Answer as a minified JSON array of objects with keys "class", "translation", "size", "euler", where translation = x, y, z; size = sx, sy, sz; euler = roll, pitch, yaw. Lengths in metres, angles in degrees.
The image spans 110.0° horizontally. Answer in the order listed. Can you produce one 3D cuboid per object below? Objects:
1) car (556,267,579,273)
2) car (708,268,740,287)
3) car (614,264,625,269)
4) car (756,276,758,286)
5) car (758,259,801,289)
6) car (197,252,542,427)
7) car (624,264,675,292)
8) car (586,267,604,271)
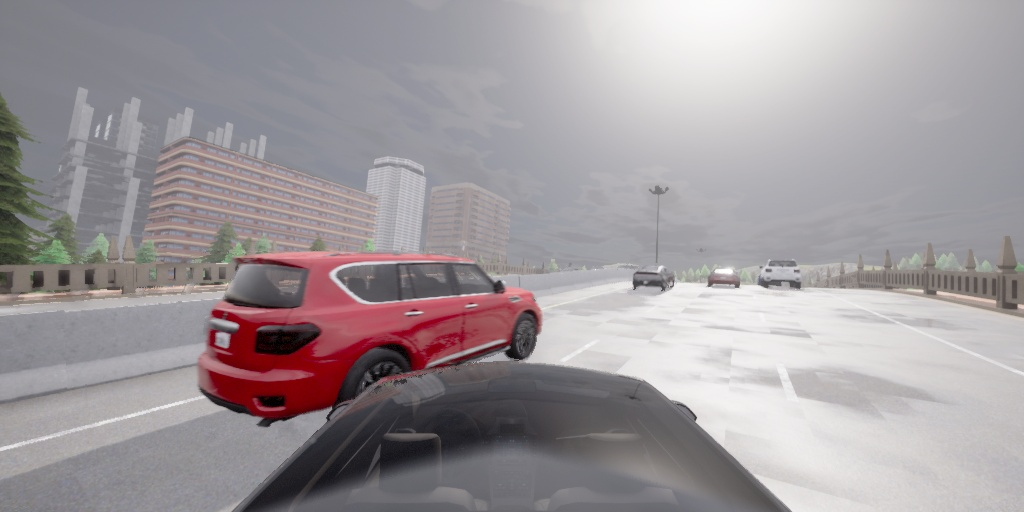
[{"class":"car","translation":[7.291,2.188,46.191],"size":[1.837,1.490,4.892],"euler":[0,-5,33]},{"class":"car","translation":[15.723,1.559,26.586],"size":[1.994,1.385,4.181],"euler":[0,-2,32]},{"class":"car","translation":[13.707,2.007,43.212],"size":[2.150,2.045,5.566],"euler":[0,-5,33]},{"class":"car","translation":[26.235,2.406,36.594],"size":[1.882,1.535,5.008],"euler":[0,-5,33]},{"class":"car","translation":[20.103,1.331,26.963],"size":[2.150,2.045,5.566],"euler":[0,-3,32]},{"class":"car","translation":[-1.560,0.973,5.974],"size":[2.150,2.045,5.566],"euler":[0,0,32]},{"class":"car","translation":[8.931,1.324,22.451],"size":[2.128,1.511,4.902],"euler":[0,0,32]},{"class":"car","translation":[10.604,2.100,44.867],"size":[2.097,1.767,4.553],"euler":[0,-5,33]}]
